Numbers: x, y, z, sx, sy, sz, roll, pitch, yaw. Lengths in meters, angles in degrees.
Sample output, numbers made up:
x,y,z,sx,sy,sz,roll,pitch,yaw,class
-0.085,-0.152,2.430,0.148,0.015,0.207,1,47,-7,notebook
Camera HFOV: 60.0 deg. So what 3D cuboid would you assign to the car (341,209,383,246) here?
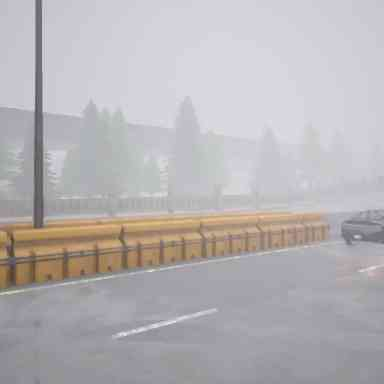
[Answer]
x,y,z,sx,sy,sz,roll,pitch,yaw,class
8.271,1.495,14.068,4.902,1.511,2.128,0,0,-36,car
